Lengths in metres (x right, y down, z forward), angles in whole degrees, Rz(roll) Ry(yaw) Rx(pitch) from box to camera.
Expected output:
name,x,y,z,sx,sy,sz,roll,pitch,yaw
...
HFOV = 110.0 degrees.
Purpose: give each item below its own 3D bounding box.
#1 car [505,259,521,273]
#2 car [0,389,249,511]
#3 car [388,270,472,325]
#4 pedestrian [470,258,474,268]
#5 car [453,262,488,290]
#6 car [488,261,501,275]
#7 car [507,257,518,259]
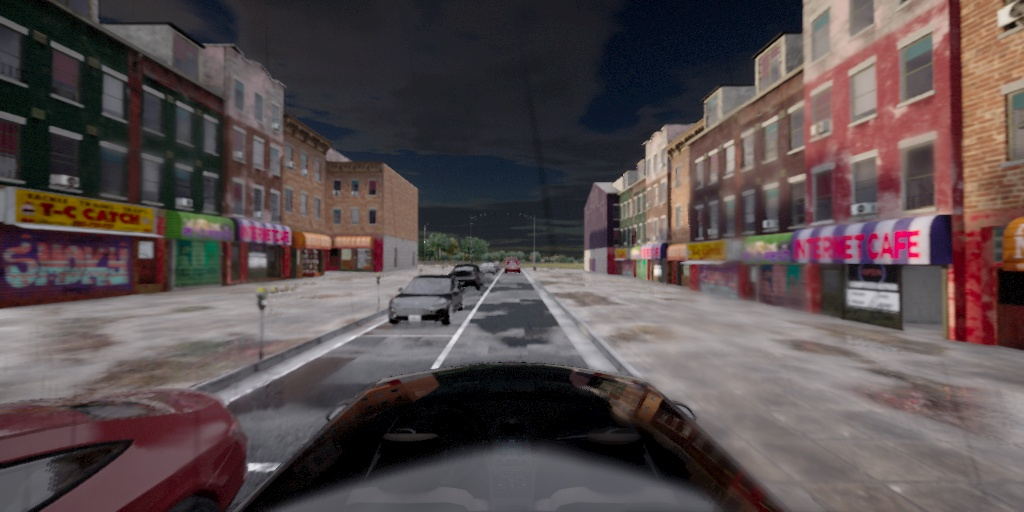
name,x,y,z,sx,sy,sz,roll,pitch,yaw
car,0.094,1.404,45.766,1.994,1.385,4.181,0,0,0
car,-2.637,1.334,0.808,1.802,1.307,4.207,0,0,0
car,-2.632,1.306,11.884,1.948,1.339,4.313,0,0,0
pedestrian,-2.740,1.049,25.190,0.375,1.860,0.375,-1,-1,0
car,-2.741,1.255,22.232,1.837,1.490,4.892,0,0,0
car,-2.621,1.360,39.578,2.007,1.370,4.403,0,0,0
car,0.025,1.124,57.952,2.150,2.045,5.566,0,0,0
